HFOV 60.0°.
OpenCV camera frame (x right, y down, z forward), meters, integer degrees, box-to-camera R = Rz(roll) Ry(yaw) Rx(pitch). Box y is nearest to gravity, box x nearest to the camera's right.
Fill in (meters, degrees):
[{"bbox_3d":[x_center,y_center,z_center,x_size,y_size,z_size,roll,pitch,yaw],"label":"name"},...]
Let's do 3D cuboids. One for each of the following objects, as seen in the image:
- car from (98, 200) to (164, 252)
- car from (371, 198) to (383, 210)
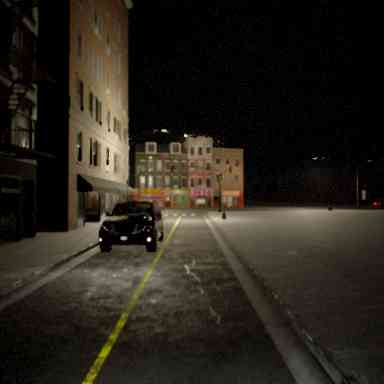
[{"bbox_3d":[-2.507,1.383,15.011,2.150,2.045,5.566,0,-1,0],"label":"car"},{"bbox_3d":[29.527,1.856,50.079,4.553,1.767,2.097,0,-1,-9],"label":"car"}]
